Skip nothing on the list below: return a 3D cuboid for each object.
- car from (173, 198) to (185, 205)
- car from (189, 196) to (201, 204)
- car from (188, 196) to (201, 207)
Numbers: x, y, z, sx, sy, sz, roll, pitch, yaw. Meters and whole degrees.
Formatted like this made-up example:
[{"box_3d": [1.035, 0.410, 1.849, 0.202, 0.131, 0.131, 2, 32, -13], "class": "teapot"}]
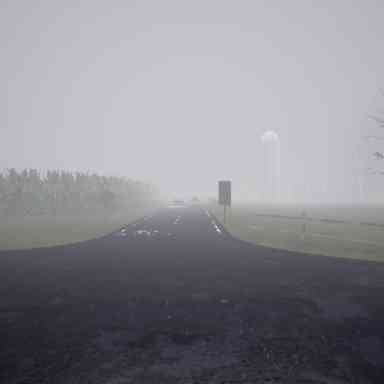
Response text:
[{"box_3d": [-2.267, 1.630, 57.751, 1.895, 1.301, 4.718, 0, 0, 0], "class": "car"}, {"box_3d": [0.529, 1.528, 63.580, 2.128, 1.511, 4.902, 0, 0, 0], "class": "car"}, {"box_3d": [0.445, 1.500, 53.160, 1.882, 1.535, 5.008, 0, 0, 0], "class": "car"}]
